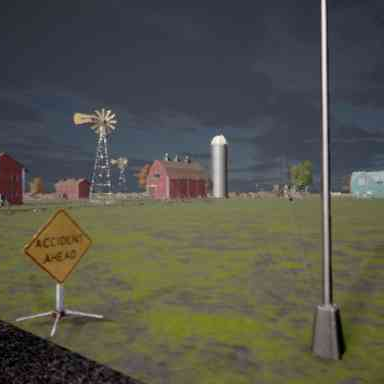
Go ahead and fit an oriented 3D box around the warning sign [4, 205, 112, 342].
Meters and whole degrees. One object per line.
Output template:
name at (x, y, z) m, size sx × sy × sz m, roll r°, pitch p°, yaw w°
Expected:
warning sign at (-2.176, 1.171, 5.494) m, size 1.060 × 1.860 × 1.300 m, roll 0°, pitch -1°, yaw 36°
